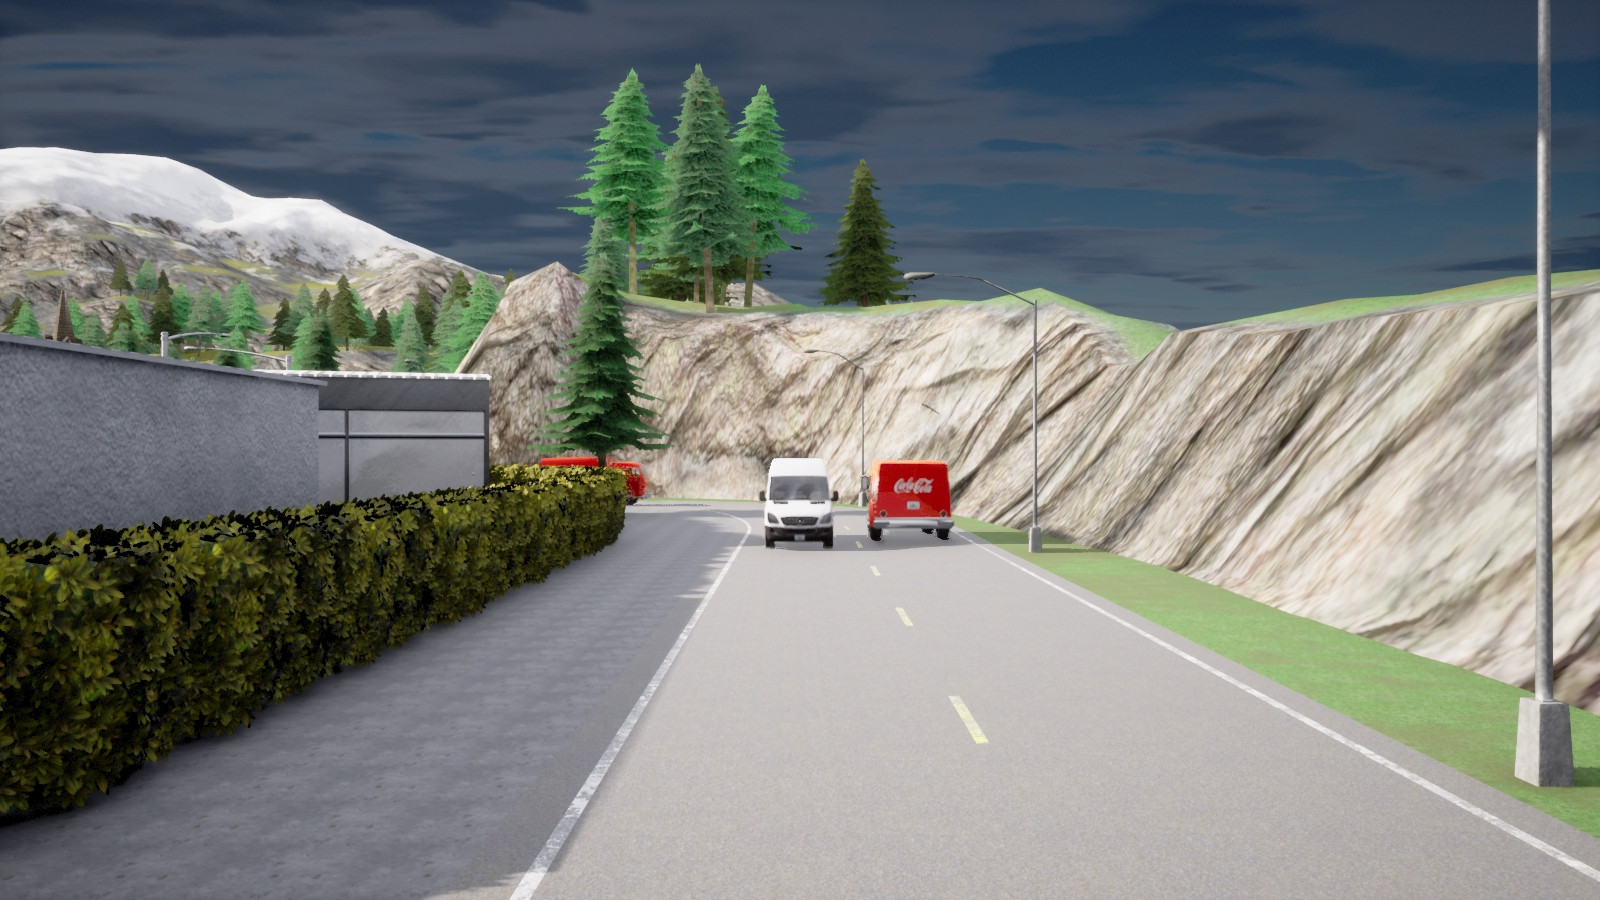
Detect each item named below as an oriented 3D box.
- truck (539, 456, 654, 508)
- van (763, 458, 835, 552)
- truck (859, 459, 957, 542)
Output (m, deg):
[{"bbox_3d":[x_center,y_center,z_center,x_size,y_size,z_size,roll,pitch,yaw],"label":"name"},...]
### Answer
[{"bbox_3d":[-10.182,1.579,57.403,5.204,2.467,2.627,-1,0,2],"label":"truck"},{"bbox_3d":[-0.066,1.532,34.426,1.988,2.561,5.915,0,0,-1],"label":"van"},{"bbox_3d":[3.410,1.565,37.176,2.627,2.467,5.204,0,0,-1],"label":"truck"}]
